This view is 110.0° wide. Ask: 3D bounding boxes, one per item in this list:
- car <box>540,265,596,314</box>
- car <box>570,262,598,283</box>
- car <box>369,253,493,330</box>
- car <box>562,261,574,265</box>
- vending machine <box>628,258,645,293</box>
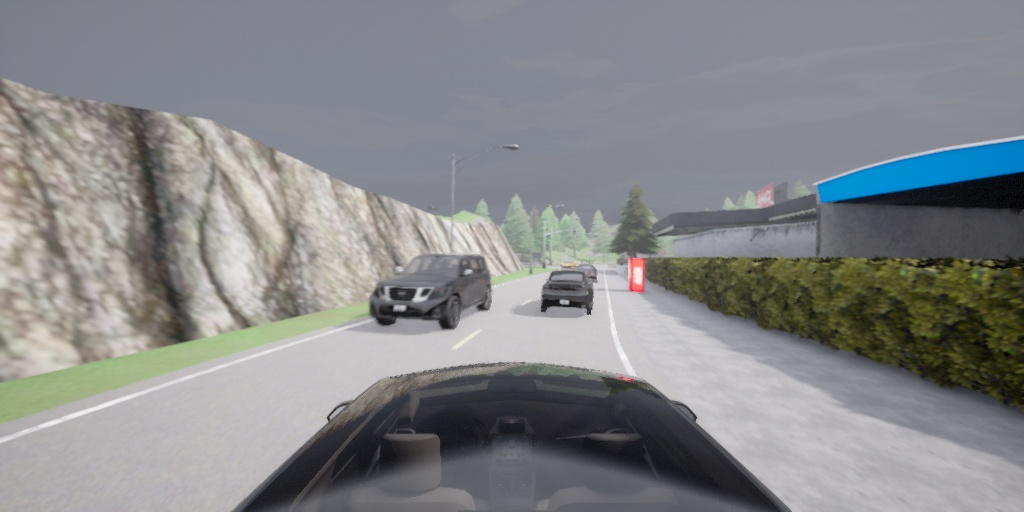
[{"bbox_3d":[2.290,1.306,14.294,1.837,1.490,4.892,1,0,13],"label":"car"},{"bbox_3d":[6.524,1.442,31.580,2.033,1.411,5.357,1,0,14],"label":"car"},{"bbox_3d":[-2.197,0.935,11.492,2.150,2.045,5.566,1,0,12],"label":"car"},{"bbox_3d":[8.808,1.446,55.549,1.882,1.535,5.008,1,0,14],"label":"car"},{"bbox_3d":[7.570,1.105,21.796,1.100,2.100,0.880,0,0,14],"label":"vending machine"}]
